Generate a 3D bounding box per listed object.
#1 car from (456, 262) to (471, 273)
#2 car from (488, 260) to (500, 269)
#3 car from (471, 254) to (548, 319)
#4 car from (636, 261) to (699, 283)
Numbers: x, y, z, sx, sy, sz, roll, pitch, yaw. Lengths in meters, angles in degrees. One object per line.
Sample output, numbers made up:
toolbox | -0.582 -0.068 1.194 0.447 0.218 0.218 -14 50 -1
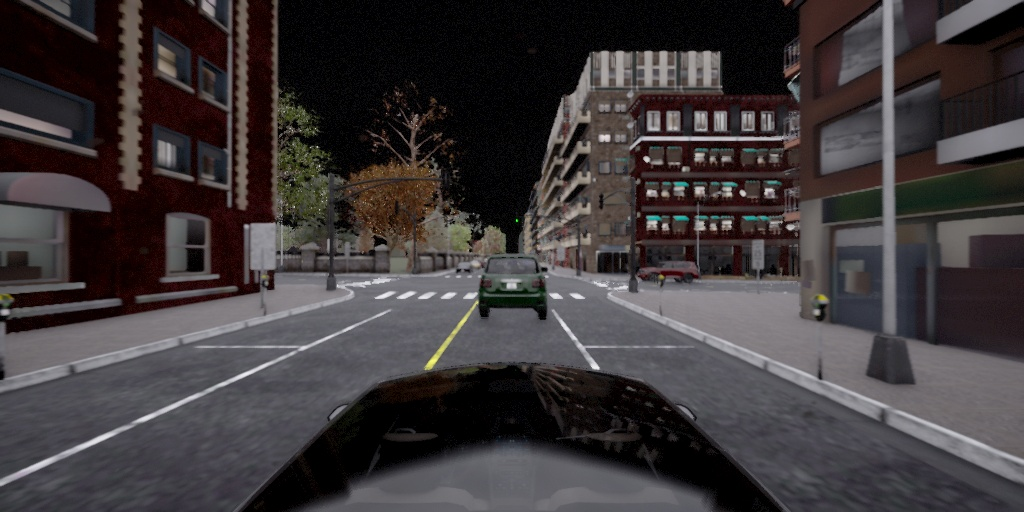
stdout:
car | -5.682 1.355 43.387 1.948 1.339 4.313 0 0 0
car | -3.031 1.420 61.497 1.895 1.301 4.718 0 0 1
car | 0.125 0.974 13.009 2.150 2.045 5.566 0 0 3
car | 13.455 1.369 31.042 5.009 1.841 2.192 0 0 -1
